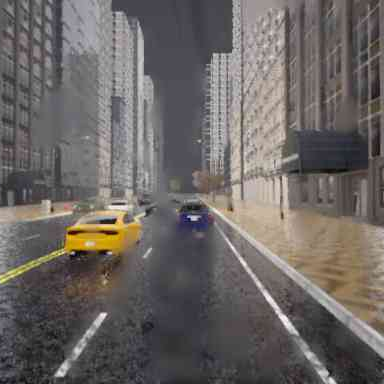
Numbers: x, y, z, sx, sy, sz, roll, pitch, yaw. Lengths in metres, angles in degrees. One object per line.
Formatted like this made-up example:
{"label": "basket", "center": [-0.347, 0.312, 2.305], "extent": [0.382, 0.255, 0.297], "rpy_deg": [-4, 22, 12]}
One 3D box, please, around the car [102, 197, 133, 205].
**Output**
{"label": "car", "center": [-6.588, 1.508, 30.745], "extent": [1.812, 1.442, 4.674], "rpy_deg": [0, 0, 0]}

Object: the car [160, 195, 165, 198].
{"label": "car", "center": [-6.481, 1.294, 66.635], "extent": [2.128, 1.511, 4.902], "rpy_deg": [0, 0, 0]}

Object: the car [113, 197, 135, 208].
{"label": "car", "center": [-9.815, 1.463, 48.464], "extent": [2.128, 1.511, 4.902], "rpy_deg": [0, 0, 0]}

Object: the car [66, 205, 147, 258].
{"label": "car", "center": [-3.141, 1.459, 12.725], "extent": [1.882, 1.535, 5.008], "rpy_deg": [0, 0, 0]}

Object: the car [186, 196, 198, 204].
{"label": "car", "center": [0.025, 1.458, 62.007], "extent": [2.128, 1.511, 4.902], "rpy_deg": [0, 0, 0]}

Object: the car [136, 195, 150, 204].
{"label": "car", "center": [-9.731, 1.471, 66.246], "extent": [2.128, 1.511, 4.902], "rpy_deg": [0, 0, 0]}

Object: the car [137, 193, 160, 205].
{"label": "car", "center": [-6.555, 1.196, 50.249], "extent": [2.150, 2.045, 5.566], "rpy_deg": [0, 0, 0]}

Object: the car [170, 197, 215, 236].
{"label": "car", "center": [0.097, 1.355, 18.551], "extent": [2.097, 1.767, 4.553], "rpy_deg": [0, 0, 0]}

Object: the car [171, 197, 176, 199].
{"label": "car", "center": [-3.233, 1.567, 61.682], "extent": [1.895, 1.301, 4.718], "rpy_deg": [0, 0, 0]}

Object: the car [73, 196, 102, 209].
{"label": "car", "center": [-9.836, 1.334, 32.103], "extent": [2.097, 1.767, 4.553], "rpy_deg": [0, 0, 0]}

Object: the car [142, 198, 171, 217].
{"label": "car", "center": [-3.142, 1.546, 31.023], "extent": [1.994, 1.385, 4.181], "rpy_deg": [0, 0, 0]}
